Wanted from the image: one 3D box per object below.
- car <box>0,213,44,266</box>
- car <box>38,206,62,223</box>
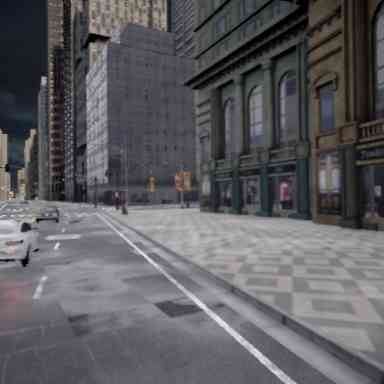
[{"bbox_3d":[-6.616,1.719,11.875,1.812,1.442,4.674,-1,-1,-19],"label":"car"},{"bbox_3d":[-12.760,1.977,29.757,2.033,1.411,5.357,-1,-1,-19],"label":"car"}]
